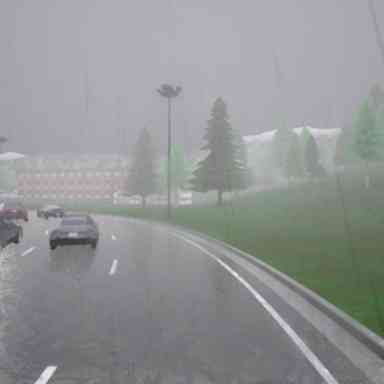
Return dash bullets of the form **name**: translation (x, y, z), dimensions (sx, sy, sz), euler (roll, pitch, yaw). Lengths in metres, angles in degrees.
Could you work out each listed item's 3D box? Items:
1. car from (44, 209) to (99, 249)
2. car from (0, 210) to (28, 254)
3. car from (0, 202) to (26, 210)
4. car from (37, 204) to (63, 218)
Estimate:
- **car**: translation (-5.389, 1.734, 15.573), dimensions (1.994, 1.385, 4.181), euler (0, -1, -15)
- **car**: translation (-8.561, 1.702, 13.879), dimensions (2.033, 1.411, 5.357), euler (0, -1, -15)
- **car**: translation (-16.274, 1.679, 29.802), dimensions (2.097, 1.767, 4.553), euler (0, -1, -37)
- **car**: translation (-13.625, 1.876, 32.198), dimensions (1.812, 1.442, 4.674), euler (0, -1, -36)
